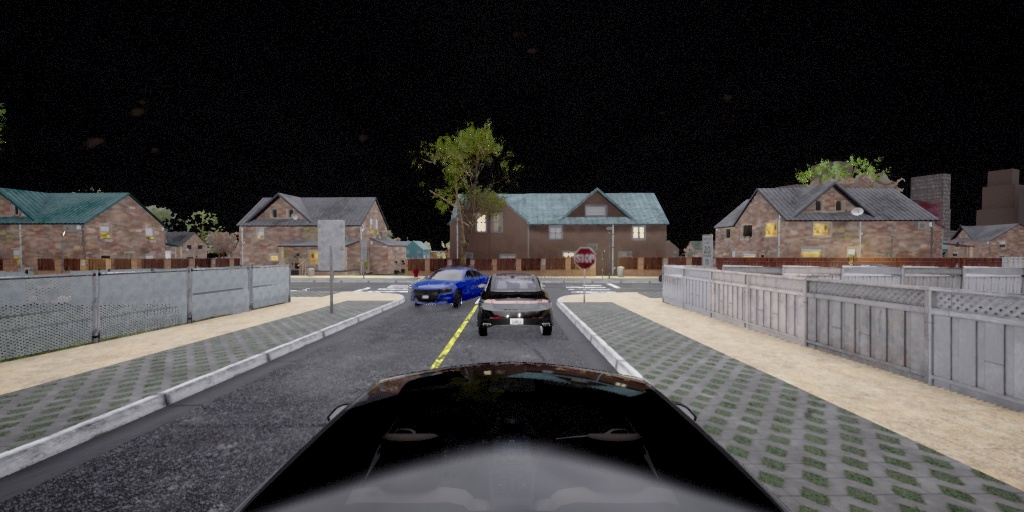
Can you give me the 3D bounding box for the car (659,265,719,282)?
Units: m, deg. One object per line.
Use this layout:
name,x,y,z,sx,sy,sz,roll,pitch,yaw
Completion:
car,11.829,1.264,23.348,4.181,1.385,1.994,0,1,0

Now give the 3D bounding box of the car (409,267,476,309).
car,-2.489,1.232,15.346,1.882,1.535,5.008,-1,-1,15

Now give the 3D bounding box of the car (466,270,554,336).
car,0.028,1.238,10.380,2.128,1.511,4.902,0,0,-2

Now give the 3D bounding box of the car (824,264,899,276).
car,22.492,1.222,23.086,4.674,1.442,1.812,0,1,1
